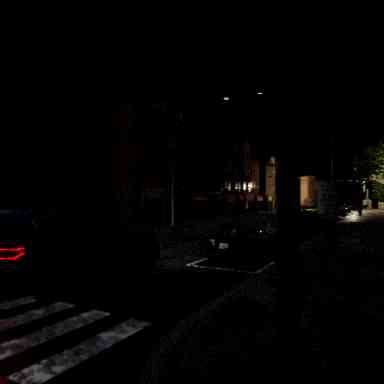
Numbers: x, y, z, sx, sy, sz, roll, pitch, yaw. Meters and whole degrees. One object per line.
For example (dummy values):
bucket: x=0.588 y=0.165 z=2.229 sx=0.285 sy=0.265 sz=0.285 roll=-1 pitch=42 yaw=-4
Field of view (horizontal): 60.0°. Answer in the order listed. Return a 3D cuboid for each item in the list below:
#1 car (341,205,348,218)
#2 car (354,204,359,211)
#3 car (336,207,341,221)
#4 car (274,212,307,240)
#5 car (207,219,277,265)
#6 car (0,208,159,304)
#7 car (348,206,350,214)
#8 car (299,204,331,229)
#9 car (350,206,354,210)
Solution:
car: x=20.792 y=2.813 z=47.834 sx=1.967 sy=1.590 sz=4.097 roll=-1 pitch=-2 yaw=28
car: x=39.495 y=4.057 z=82.437 sx=1.947 sy=1.339 sz=4.313 roll=-1 pitch=-2 yaw=28
car: x=15.448 y=2.516 z=37.945 sx=1.967 sy=1.590 sz=4.097 roll=-1 pitch=-2 yaw=28
car: x=4.840 y=2.036 z=18.313 sx=1.752 sy=1.417 sz=4.829 roll=-1 pitch=-2 yaw=28
car: x=2.086 y=1.933 z=13.217 sx=1.947 sy=1.339 sz=4.313 roll=-1 pitch=-2 yaw=28
car: x=-3.130 y=1.467 z=9.106 sx=2.150 sy=2.045 sz=5.566 roll=-1 pitch=-2 yaw=28
car: x=23.464 y=3.076 z=52.774 sx=2.008 sy=1.369 sz=4.403 roll=-1 pitch=-2 yaw=28
car: x=10.103 y=2.102 z=28.060 sx=2.192 sy=1.841 sz=5.009 roll=-1 pitch=-2 yaw=28
car: x=28.808 y=3.387 z=62.663 sx=2.008 sy=1.369 sz=4.403 roll=-1 pitch=-2 yaw=28
